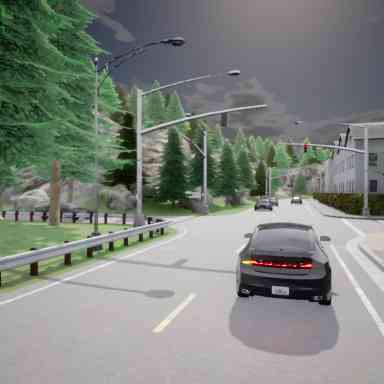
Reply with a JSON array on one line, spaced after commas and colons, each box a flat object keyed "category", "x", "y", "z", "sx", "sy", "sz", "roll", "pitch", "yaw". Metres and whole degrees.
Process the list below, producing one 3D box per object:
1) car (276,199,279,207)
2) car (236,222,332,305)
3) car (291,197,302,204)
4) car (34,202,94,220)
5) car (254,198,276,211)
[{"category": "car", "x": 12.602, "y": 1.564, "z": 52.561, "sx": 1.994, "sy": 1.385, "sz": 4.181, "roll": 0, "pitch": 0, "yaw": 18}, {"category": "car", "x": 2.299, "y": 1.505, "z": 8.222, "sx": 1.837, "sy": 1.490, "sz": 4.892, "roll": 0, "pitch": 0, "yaw": 18}, {"category": "car", "x": 19.598, "y": 1.564, "z": 62.351, "sx": 1.994, "sy": 1.385, "sz": 4.181, "roll": 0, "pitch": 0, "yaw": 18}, {"category": "car", "x": -10.619, "y": 1.563, "z": 27.707, "sx": 5.357, "sy": 1.411, "sz": 2.033, "roll": 0, "pitch": 0, "yaw": 19}, {"category": "car", "x": 8.915, "y": 1.564, "z": 41.089, "sx": 1.994, "sy": 1.385, "sz": 4.181, "roll": 0, "pitch": 0, "yaw": 18}]
